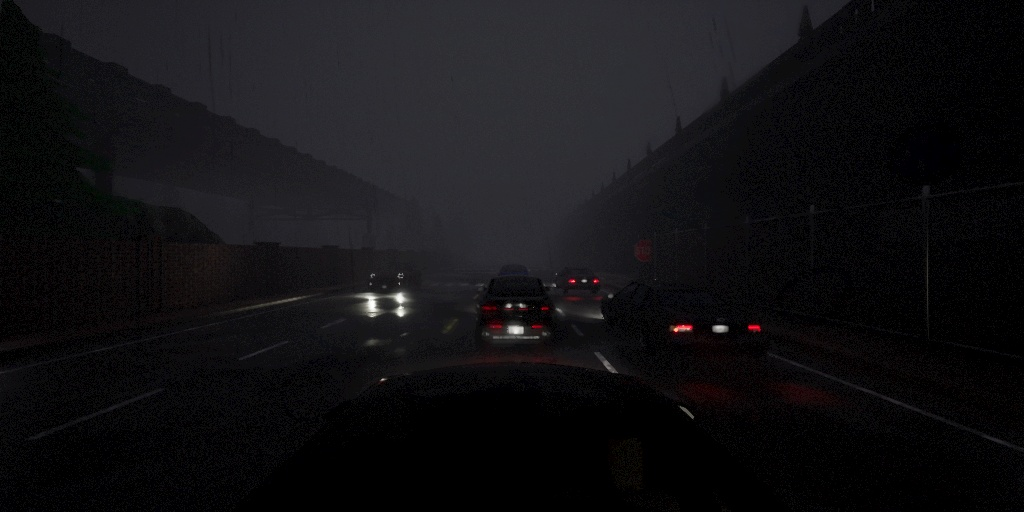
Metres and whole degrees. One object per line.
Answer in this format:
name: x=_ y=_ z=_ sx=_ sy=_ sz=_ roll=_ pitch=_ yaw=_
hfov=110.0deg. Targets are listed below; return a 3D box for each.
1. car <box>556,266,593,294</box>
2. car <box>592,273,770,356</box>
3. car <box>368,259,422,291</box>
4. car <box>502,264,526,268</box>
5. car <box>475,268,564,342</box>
car: x=3.603 y=1.297 z=20.372 sx=2.033 sy=1.411 sz=5.357 roll=0 pitch=0 yaw=0
car: x=3.596 y=1.298 z=8.654 sx=2.033 sy=1.411 sz=5.357 roll=0 pitch=0 yaw=1
car: x=-7.000 y=1.101 z=21.901 sx=2.097 sy=1.767 sz=4.553 roll=0 pitch=0 yaw=0
car: x=0.107 y=1.227 z=21.440 sx=1.882 sy=1.535 sz=5.008 roll=0 pitch=0 yaw=0
car: x=0.098 y=1.256 z=9.735 sx=1.837 sy=1.490 sz=4.892 roll=0 pitch=0 yaw=0
